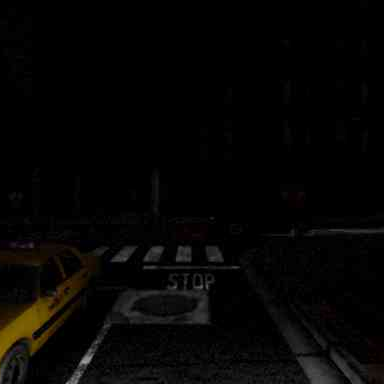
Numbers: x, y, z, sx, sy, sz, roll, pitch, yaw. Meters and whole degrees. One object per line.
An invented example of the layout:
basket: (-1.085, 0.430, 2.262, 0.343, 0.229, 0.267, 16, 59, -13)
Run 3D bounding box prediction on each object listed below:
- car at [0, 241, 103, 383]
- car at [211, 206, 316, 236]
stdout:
car: (-2.627, 1.466, 4.907, 1.752, 1.417, 4.829, 1, 1, 0)
car: (3.320, 1.328, 15.876, 4.718, 1.301, 1.895, -1, 0, 0)
